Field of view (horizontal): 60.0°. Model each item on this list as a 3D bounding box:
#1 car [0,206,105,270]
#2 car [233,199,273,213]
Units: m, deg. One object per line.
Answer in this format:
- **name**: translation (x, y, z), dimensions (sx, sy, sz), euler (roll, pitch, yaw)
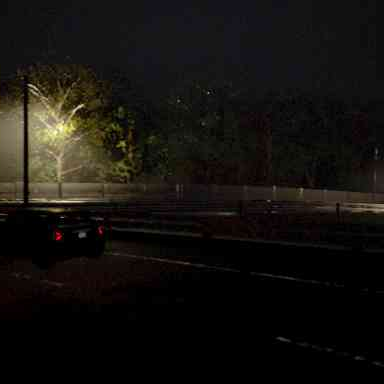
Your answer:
- **car**: translation (-5.113, 1.300, 11.036), dimensions (4.553, 1.767, 2.097), euler (0, 0, 30)
- **car**: translation (6.378, 1.397, 34.801), dimensions (4.181, 1.385, 1.994), euler (1, 0, -20)
